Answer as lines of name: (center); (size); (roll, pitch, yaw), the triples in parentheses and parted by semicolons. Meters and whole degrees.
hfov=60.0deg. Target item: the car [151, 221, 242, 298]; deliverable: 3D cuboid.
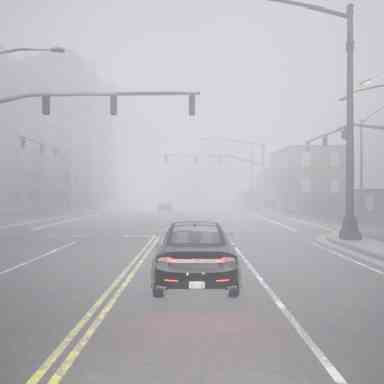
car: (0.073, 1.492, 8.525); (2.128, 1.511, 4.902); (0, 0, 0)

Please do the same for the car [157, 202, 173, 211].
car: (-3.608, 2.055, 45.461); (1.994, 1.385, 4.181); (0, -4, 0)
